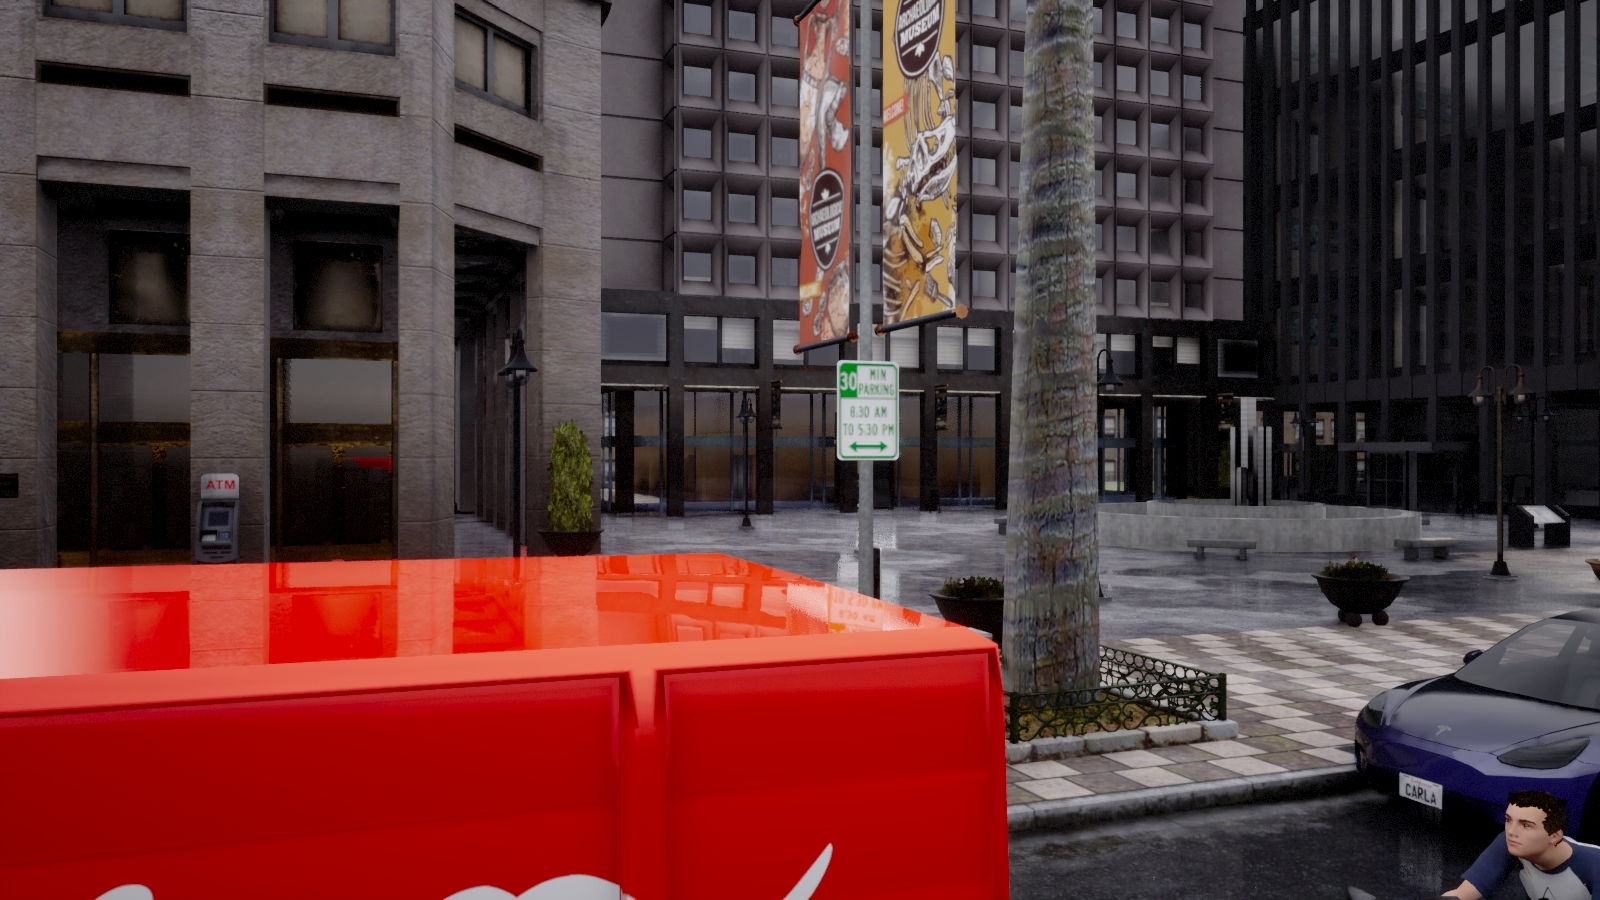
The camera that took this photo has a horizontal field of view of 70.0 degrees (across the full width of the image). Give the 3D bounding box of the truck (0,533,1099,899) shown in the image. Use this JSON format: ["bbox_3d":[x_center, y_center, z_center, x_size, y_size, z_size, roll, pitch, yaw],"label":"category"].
[{"bbox_3d":[-2.337,1.568,2.464,5.204,2.467,2.627,0,0,-20],"label":"truck"}]

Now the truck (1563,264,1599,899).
[{"bbox_3d":[8.739,0.893,6.470,8.468,3.827,2.891,0,0,-20],"label":"truck"}]
